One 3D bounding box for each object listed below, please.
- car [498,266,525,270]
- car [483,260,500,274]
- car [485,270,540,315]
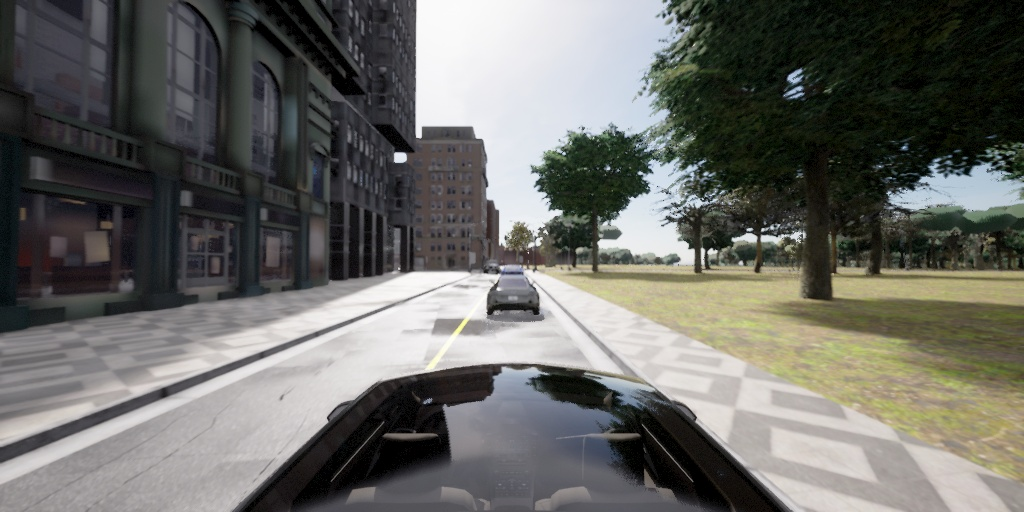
[{"bbox_3d":[0.068,1.551,30.486,1.882,1.535,5.008,0,0,0],"label":"car"},{"bbox_3d":[-3.009,1.616,53.239,2.150,2.045,5.566,0,-1,1],"label":"car"},{"bbox_3d":[0.055,1.446,14.416,1.994,1.385,4.181,0,0,0],"label":"car"}]
